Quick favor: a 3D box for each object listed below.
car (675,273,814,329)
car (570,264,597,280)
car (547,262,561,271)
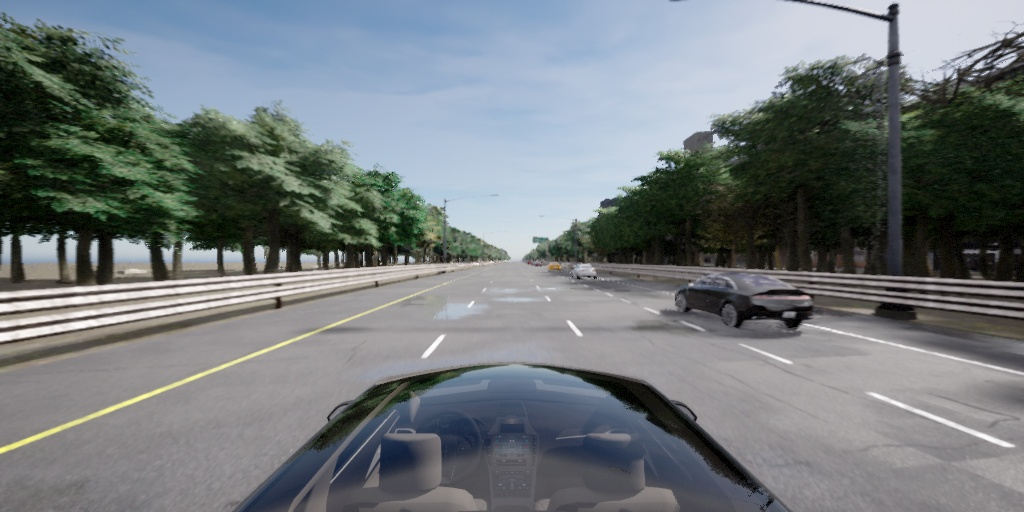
[{"bbox_3d":[7.000,1.286,11.475,2.128,1.511,4.902,0,0,0],"label":"car"},{"bbox_3d":[7.043,1.526,35.310,1.812,1.442,4.674,0,-1,0],"label":"car"},{"bbox_3d":[7.164,1.795,61.346,1.882,1.535,5.008,0,-1,0],"label":"car"}]
